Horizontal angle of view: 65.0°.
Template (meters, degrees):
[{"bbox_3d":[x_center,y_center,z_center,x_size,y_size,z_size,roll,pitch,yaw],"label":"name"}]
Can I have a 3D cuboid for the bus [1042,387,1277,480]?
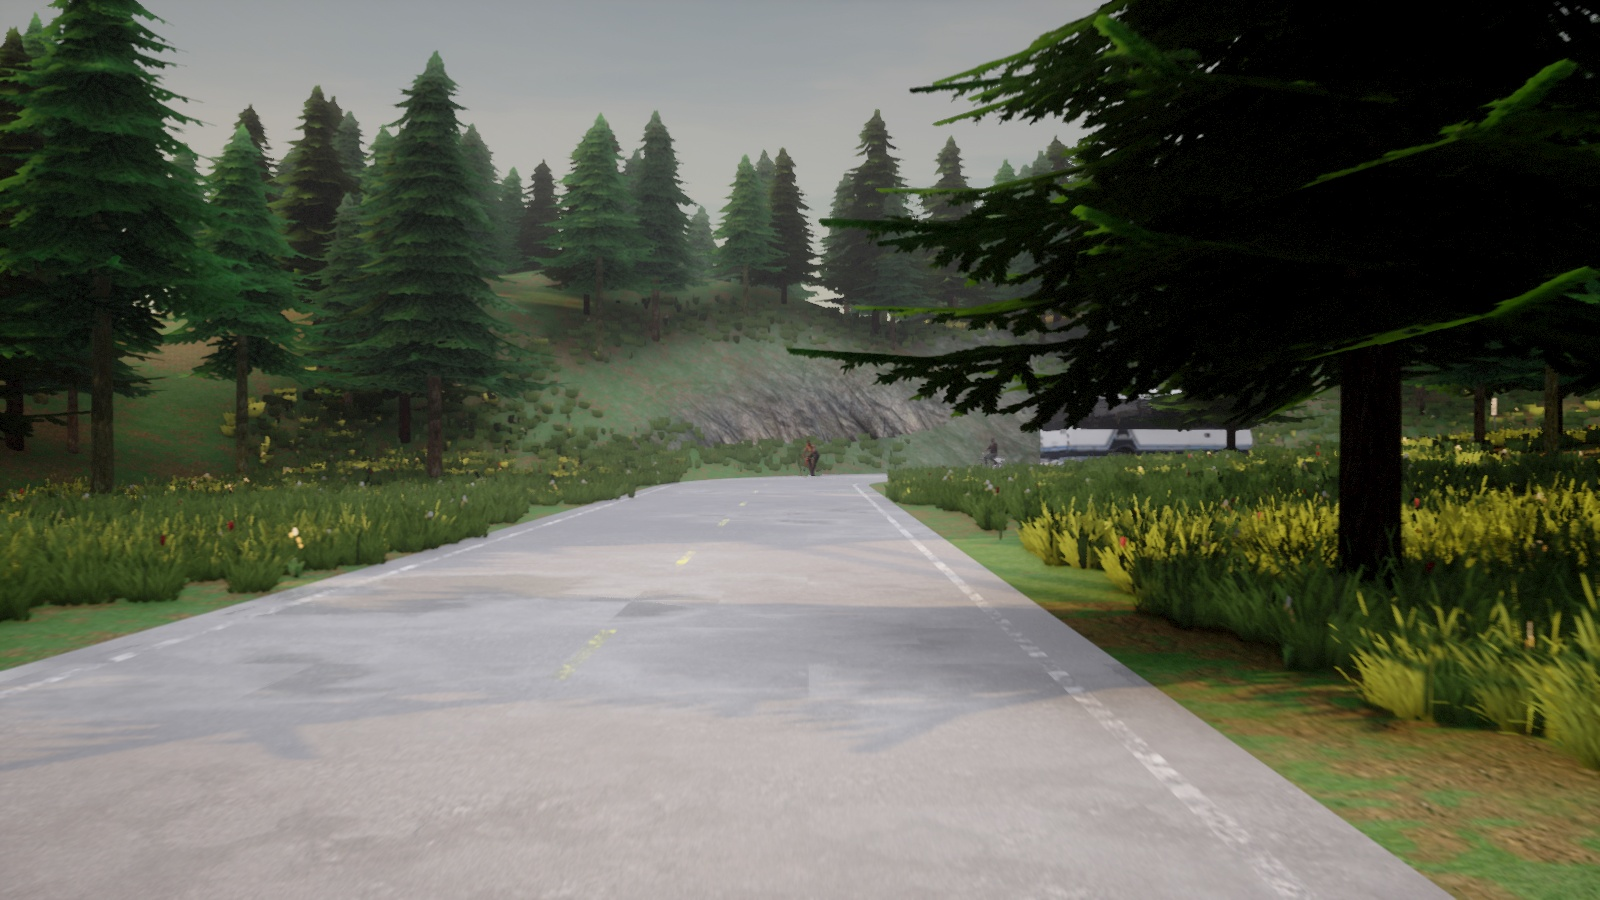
[{"bbox_3d":[17.323,-0.741,60.650,10.273,4.253,3.944,0,-2,-15],"label":"bus"}]
